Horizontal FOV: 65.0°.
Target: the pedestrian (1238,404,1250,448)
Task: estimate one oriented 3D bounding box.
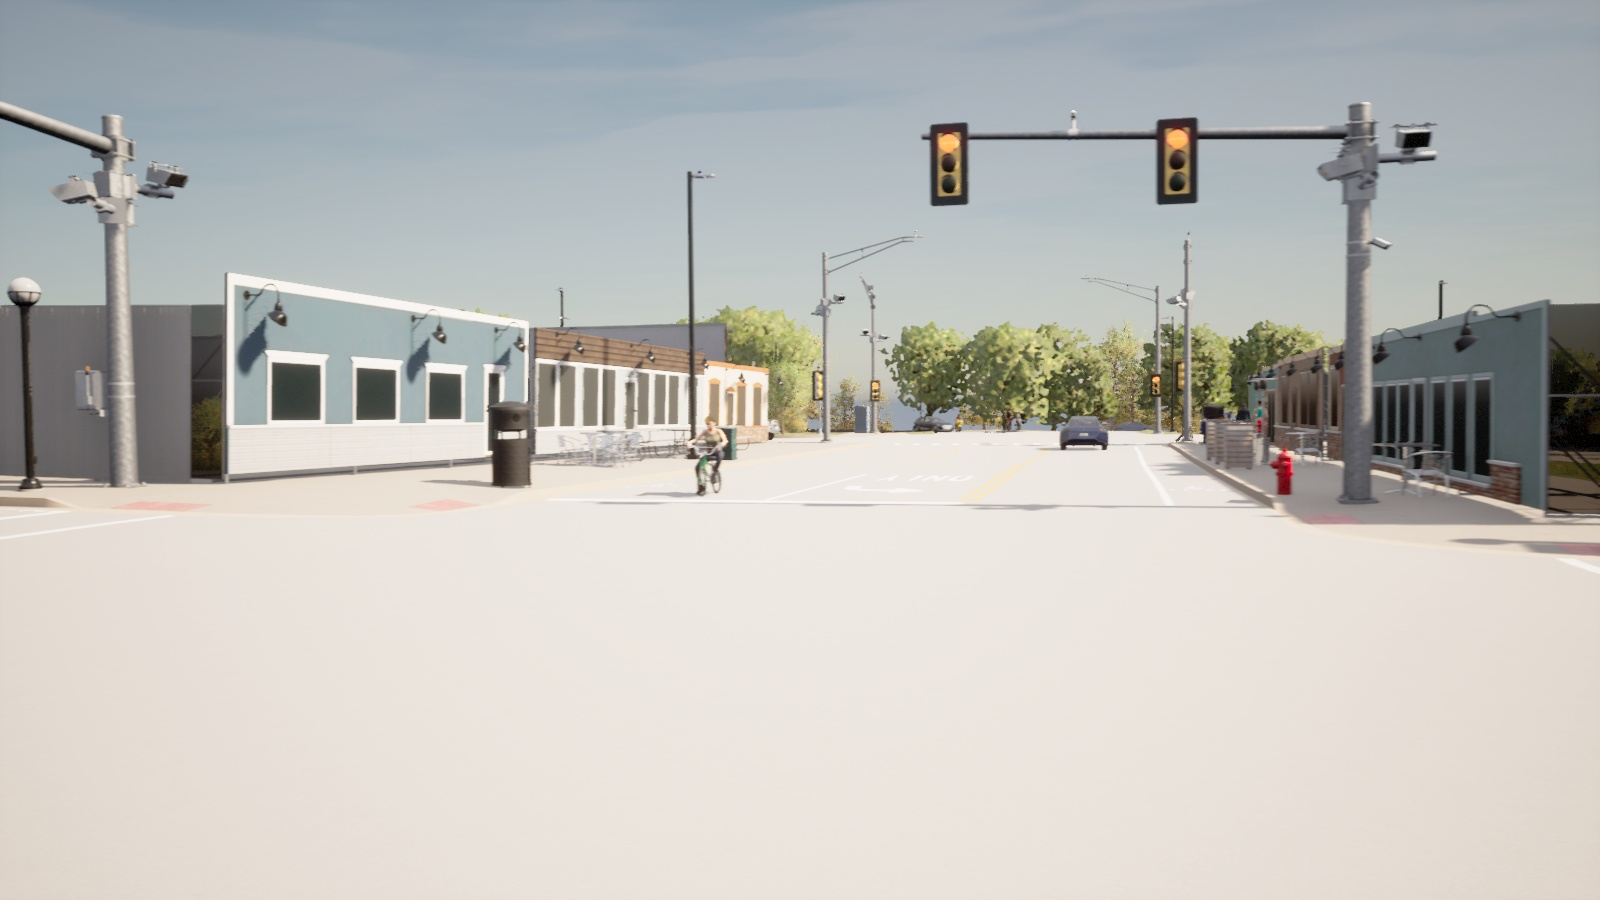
[{"bbox_3d":[18.976,-1.032,53.667,0.402,1.842,0.726,0,2,14],"label":"pedestrian"}]

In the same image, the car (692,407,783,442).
[{"bbox_3d":[-3.415,-1.395,68.686,4.605,1.855,1.932,0,2,16],"label":"car"}]

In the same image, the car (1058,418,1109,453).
[{"bbox_3d":[11.931,-0.636,52.841,1.994,1.385,4.181,0,2,13],"label":"car"}]

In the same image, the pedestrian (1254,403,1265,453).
[{"bbox_3d":[17.065,-0.828,46.634,0.345,1.836,0.594,0,2,16],"label":"pedestrian"}]

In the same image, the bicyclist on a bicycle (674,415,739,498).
[{"bbox_3d":[-1.870,0.101,25.394,0.866,1.612,1.509,0,2,14],"label":"bicyclist on a bicycle"}]
